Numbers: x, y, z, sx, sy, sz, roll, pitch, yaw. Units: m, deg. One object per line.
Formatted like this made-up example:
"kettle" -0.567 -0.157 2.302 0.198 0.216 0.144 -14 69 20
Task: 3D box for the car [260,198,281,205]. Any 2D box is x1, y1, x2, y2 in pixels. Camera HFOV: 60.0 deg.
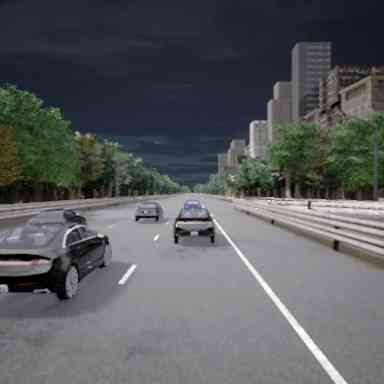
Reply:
"car" 10.697 1.575 47.607 2.163 1.488 4.792 0 0 -24

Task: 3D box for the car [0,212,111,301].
"car" -3.397 1.492 8.318 2.128 1.511 4.902 0 0 0

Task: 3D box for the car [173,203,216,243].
"car" 0.100 1.492 16.171 2.128 1.511 4.902 0 0 0

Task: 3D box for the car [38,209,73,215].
"car" -6.897 1.565 17.239 1.994 1.385 4.181 0 0 0

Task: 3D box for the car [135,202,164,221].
"car" -3.399 1.548 27.047 2.033 1.411 5.357 0 0 0

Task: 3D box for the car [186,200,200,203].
"car" 0.101 1.527 34.302 1.812 1.442 4.674 0 0 0
